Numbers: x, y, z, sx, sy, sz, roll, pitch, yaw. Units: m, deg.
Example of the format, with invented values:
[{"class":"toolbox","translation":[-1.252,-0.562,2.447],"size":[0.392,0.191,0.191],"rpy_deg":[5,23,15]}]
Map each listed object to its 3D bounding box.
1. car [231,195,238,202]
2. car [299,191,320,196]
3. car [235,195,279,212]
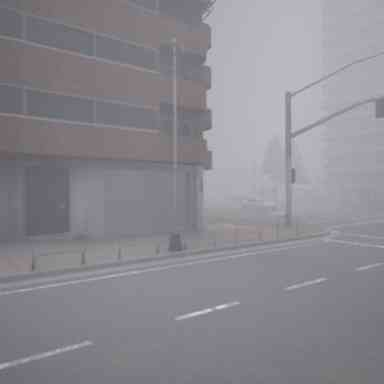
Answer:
[{"class":"car","translation":[9.823,1.193,64.371],"size":[5.357,1.411,2.033],"rpy_deg":[0,0,-40]},{"class":"car","translation":[27.063,0.734,76.556],"size":[5.566,2.045,2.150],"rpy_deg":[0,0,-30]},{"class":"car","translation":[7.303,1.349,36.382],"size":[1.812,1.442,4.674],"rpy_deg":[0,0,-35]}]
